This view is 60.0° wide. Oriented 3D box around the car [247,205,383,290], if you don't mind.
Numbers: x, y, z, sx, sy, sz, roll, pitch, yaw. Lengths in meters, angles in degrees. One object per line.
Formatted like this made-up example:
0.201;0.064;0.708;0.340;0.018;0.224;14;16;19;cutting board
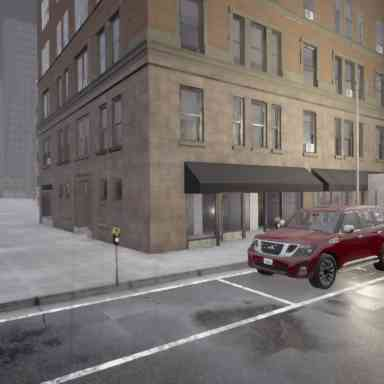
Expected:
3.829;1.313;9.285;5.009;1.841;2.192;0;-1;-36;car
